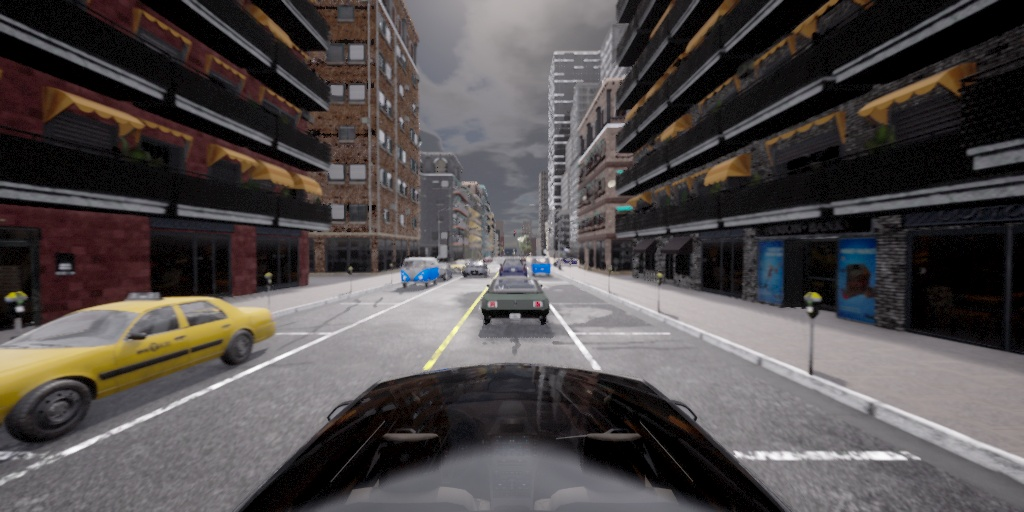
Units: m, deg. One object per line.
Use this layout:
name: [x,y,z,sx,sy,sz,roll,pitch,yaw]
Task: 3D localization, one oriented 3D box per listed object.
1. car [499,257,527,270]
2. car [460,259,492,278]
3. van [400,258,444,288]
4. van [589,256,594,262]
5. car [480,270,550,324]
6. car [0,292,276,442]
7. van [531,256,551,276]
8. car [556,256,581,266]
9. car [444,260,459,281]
car: [0.090,0.980,27.618,2.097,1.767,4.553,0,0,0]
car: [-3.096,1.174,31.630,1.994,1.385,4.181,0,0,0]
van: [-5.693,0.993,22.482,1.690,1.789,3.998,0,0,0]
van: [14.686,0.868,56.794,3.998,1.789,1.690,0,0,0]
car: [0.091,1.303,11.755,1.895,1.301,4.718,0,0,0]
car: [-5.691,1.257,5.320,1.751,1.417,4.829,0,0,0]
van: [2.688,0.941,33.774,1.690,1.789,3.998,0,0,0]
car: [9.616,0.778,59.457,5.008,1.535,1.882,0,1,0]
car: [-5.693,1.176,28.145,2.007,1.370,4.403,0,0,0]
